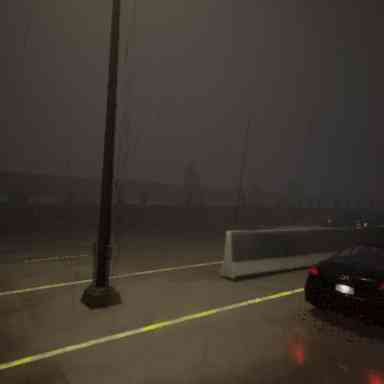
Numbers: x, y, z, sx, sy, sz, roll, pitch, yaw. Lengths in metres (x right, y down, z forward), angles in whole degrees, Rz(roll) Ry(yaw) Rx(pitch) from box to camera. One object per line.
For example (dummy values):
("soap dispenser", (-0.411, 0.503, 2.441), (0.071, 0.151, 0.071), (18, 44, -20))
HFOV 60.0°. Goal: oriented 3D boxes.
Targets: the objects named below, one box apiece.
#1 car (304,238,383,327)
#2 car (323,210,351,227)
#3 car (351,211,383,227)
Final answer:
("car", (4.190, 1.645, 6.735), (4.181, 1.385, 1.994), (2, -1, -36))
("car", (14.397, 2.499, 31.454), (4.902, 1.511, 2.128), (3, -2, -35))
("car", (15.998, 2.490, 28.297), (4.892, 1.490, 1.837), (4, -2, -35))
